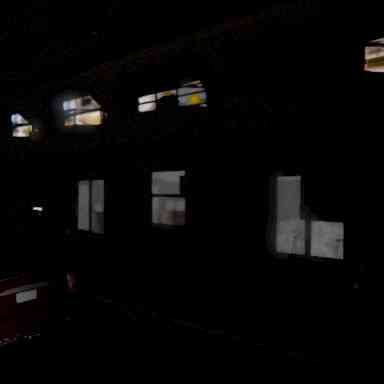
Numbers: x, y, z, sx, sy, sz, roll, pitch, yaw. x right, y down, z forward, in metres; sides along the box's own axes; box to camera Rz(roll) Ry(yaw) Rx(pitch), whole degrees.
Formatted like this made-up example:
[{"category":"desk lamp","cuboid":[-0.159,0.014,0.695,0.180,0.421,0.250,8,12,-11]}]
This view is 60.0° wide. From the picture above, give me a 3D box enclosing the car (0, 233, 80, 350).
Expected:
[{"category":"car","cuboid":[-3.781,1.405,5.574,4.097,1.590,1.967,0,0,36]}]
